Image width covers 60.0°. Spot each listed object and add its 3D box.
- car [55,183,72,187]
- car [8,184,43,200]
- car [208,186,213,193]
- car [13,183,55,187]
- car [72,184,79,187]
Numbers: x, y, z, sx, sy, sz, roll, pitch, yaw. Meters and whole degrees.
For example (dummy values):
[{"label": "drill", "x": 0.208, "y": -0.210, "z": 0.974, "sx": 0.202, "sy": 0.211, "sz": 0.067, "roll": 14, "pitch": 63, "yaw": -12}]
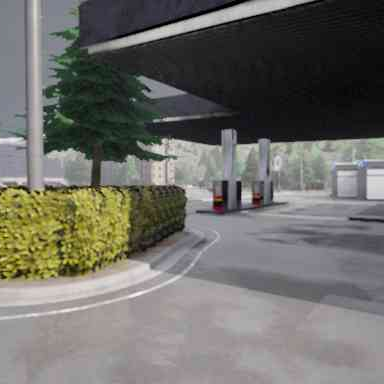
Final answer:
[{"label": "car", "x": -26.088, "y": -0.779, "z": 65.245, "sx": 3.866, "sy": 1.878, "sz": 1.905, "roll": 1, "pitch": 2, "yaw": 35}, {"label": "car", "x": -21.165, "y": -0.058, "z": 42.195, "sx": 4.605, "sy": 1.855, "sz": 1.932, "roll": 1, "pitch": 2, "yaw": 35}, {"label": "car", "x": 5.588, "y": -0.543, "z": 65.244, "sx": 5.027, "sy": 1.636, "sz": 2.152, "roll": 1, "pitch": 2, "yaw": 35}, {"label": "car", "x": -16.661, "y": 0.139, "z": 34.957, "sx": 3.866, "sy": 1.878, "sz": 1.905, "roll": 1, "pitch": 2, "yaw": 35}, {"label": "car", "x": -24.740, "y": -0.839, "z": 67.850, "sx": 4.605, "sy": 1.855, "sz": 1.932, "roll": 1, "pitch": 2, "yaw": 35}]
